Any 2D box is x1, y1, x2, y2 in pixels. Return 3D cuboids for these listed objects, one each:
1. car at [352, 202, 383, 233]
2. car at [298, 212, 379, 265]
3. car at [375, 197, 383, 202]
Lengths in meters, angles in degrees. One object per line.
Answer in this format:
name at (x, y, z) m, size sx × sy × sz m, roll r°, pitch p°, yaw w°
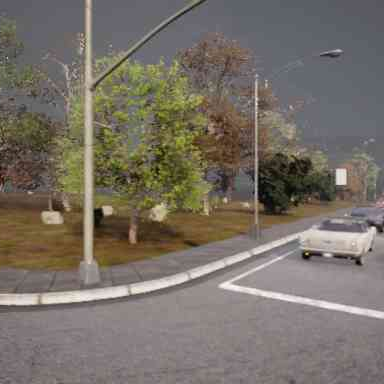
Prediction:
car at (10.567, 1.547, 20.024) m, size 2.033 × 1.411 × 5.357 m, roll 0°, pitch 0°, yaw 32°
car at (5.315, 1.599, 11.931) m, size 1.895 × 1.301 × 4.718 m, roll 0°, pitch 0°, yaw 34°
car at (23.710, 1.446, 40.730) m, size 2.097 × 1.767 × 4.553 m, roll 0°, pitch 0°, yaw 32°
